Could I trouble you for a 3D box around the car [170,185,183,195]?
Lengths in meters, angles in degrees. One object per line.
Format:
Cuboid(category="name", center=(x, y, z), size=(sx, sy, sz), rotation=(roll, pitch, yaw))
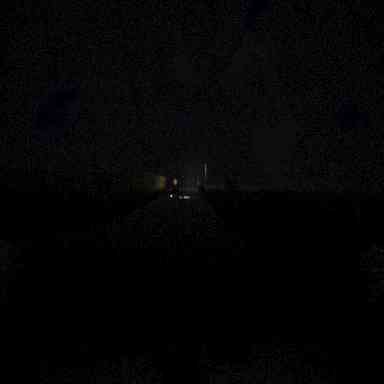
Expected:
Cuboid(category="car", center=(-2.747, -0.449, 58.332), size=(2.097, 1.767, 4.553), rotation=(0, 2, 0))
